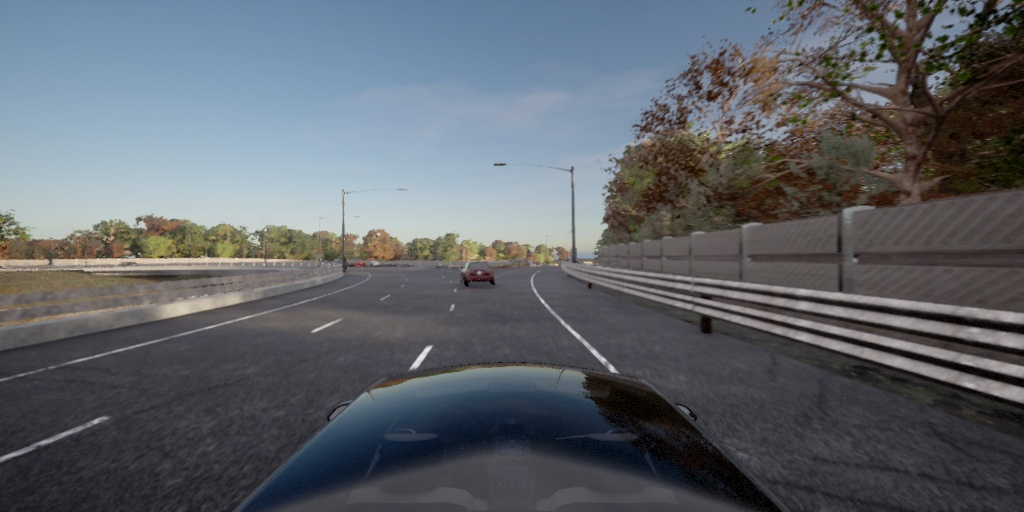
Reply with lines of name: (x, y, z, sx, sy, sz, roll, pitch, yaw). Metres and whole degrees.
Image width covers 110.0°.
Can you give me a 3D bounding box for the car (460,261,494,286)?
car: (-2.632, 1.141, 26.112, 2.097, 1.767, 4.553, -1, 0, -12)
